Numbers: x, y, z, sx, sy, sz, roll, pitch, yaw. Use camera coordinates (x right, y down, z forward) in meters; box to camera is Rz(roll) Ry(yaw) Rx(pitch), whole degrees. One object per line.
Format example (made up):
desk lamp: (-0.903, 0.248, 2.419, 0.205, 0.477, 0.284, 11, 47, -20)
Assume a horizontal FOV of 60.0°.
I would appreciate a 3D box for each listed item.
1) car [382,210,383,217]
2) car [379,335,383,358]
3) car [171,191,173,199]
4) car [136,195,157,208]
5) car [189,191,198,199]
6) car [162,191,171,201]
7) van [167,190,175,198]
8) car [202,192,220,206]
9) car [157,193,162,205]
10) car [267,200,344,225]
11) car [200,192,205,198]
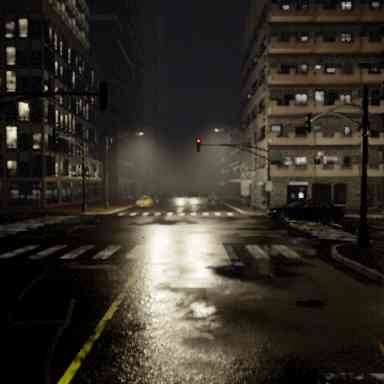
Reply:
car: (16.405, 1.390, 24.496, 4.403, 1.369, 2.008, 0, 1, 1)
car: (2.813, 1.509, 1.583, 1.752, 1.417, 4.829, -1, 1, 0)
car: (-5.452, 0.911, 67.668, 1.802, 1.307, 4.206, -1, 1, 0)
car: (-5.558, 1.134, 39.227, 1.752, 1.417, 4.829, -1, 1, 0)
car: (0.287, 0.589, 77.508, 2.097, 1.767, 4.553, 0, 1, 0)
car: (-5.473, 0.930, 62.013, 1.887, 1.381, 4.507, -1, 1, 0)
van: (-5.393, 0.504, 84.629, 1.690, 1.788, 3.998, -1, 1, 0)
car: (2.844, 1.104, 45.021, 2.008, 1.369, 4.403, -1, 1, 0)
car: (-5.536, 1.117, 45.051, 1.947, 1.339, 4.313, -1, 1, 0)
car: (7.636, 1.307, 22.532, 4.902, 1.511, 2.128, 1, 2, 10)
car: (2.968, 0.660, 78.945, 1.967, 1.590, 4.097, -1, 1, 0)
